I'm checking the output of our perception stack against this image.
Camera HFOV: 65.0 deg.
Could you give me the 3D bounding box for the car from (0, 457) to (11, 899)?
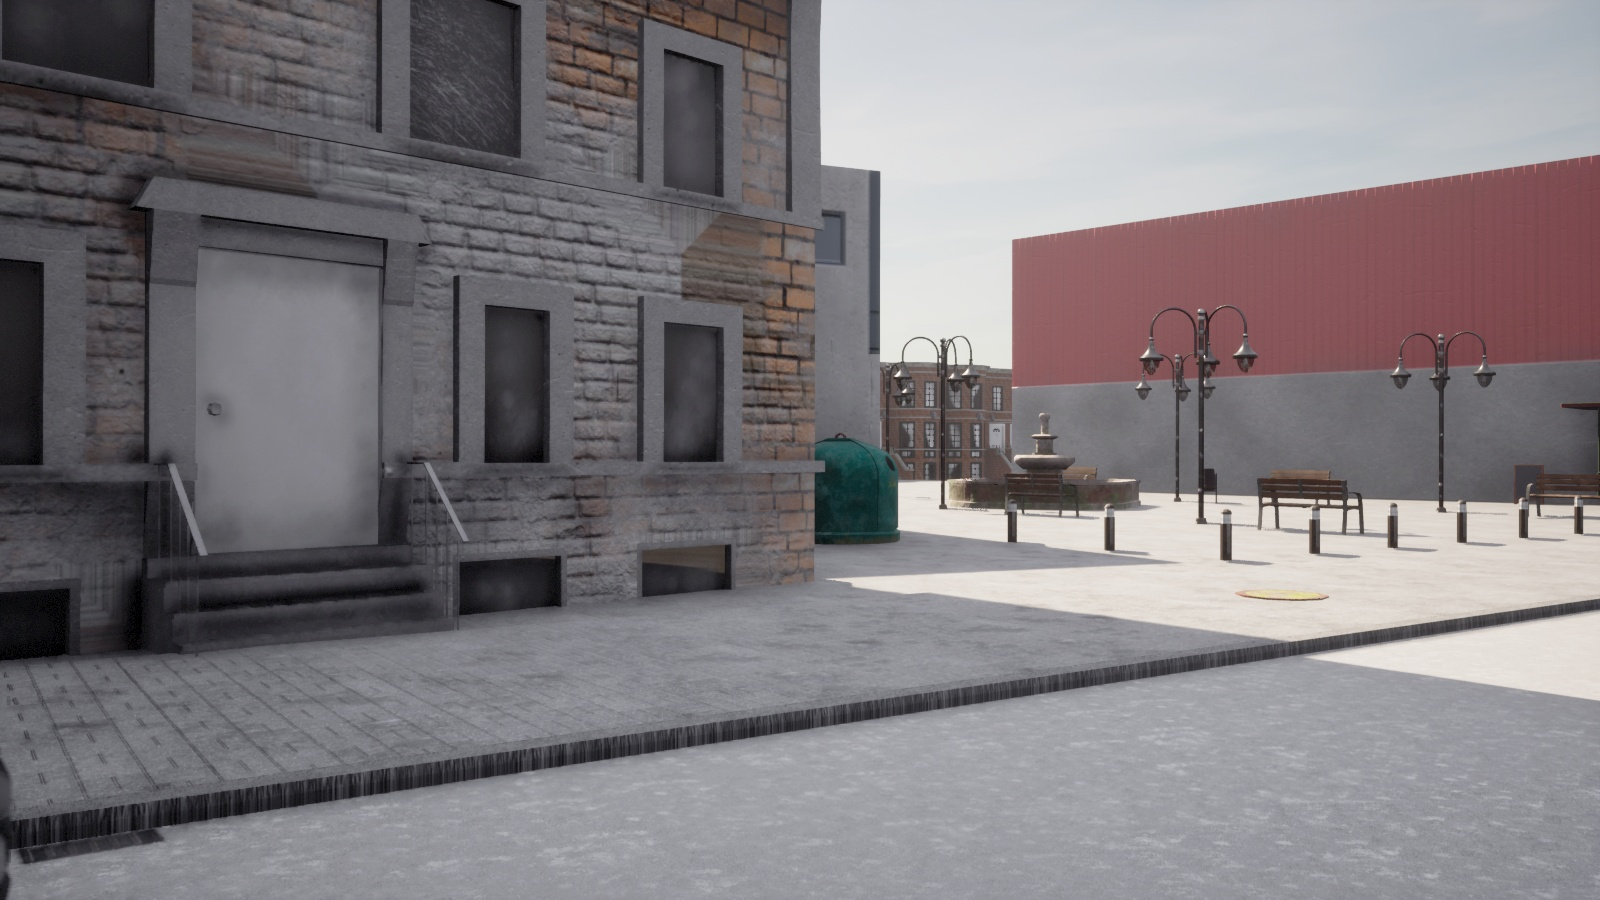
[{"bbox_3d":[-3.909,0.762,1.547,4.892,1.490,1.837,0,0,-35],"label":"car"}]
